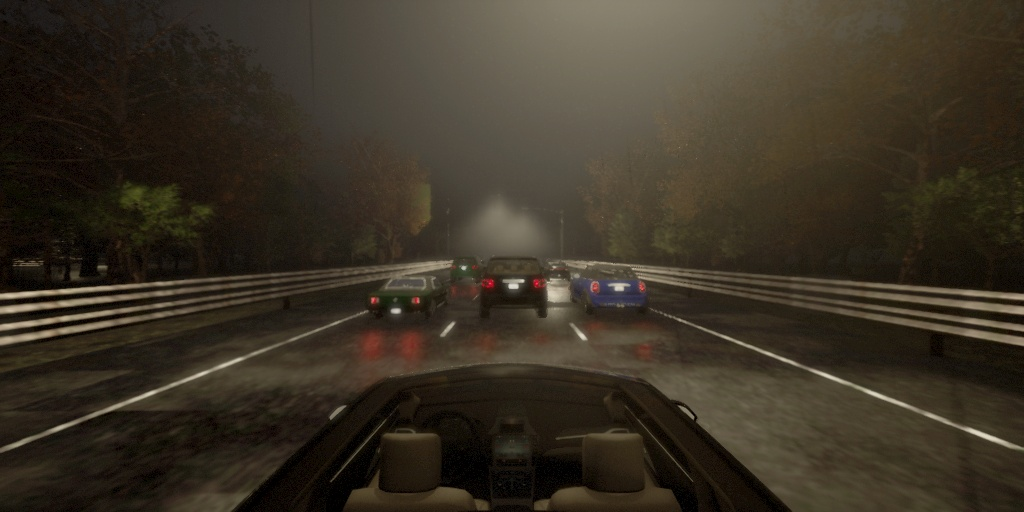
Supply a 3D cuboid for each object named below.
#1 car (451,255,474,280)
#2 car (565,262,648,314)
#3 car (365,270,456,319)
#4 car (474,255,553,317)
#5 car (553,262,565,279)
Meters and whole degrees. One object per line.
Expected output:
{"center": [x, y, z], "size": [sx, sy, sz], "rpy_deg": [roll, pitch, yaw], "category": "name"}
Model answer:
{"center": [-3.432, 0.975, 28.331], "size": [2.150, 2.045, 5.566], "rpy_deg": [0, 0, 0], "category": "car"}
{"center": [3.572, 1.106, 14.018], "size": [2.097, 1.767, 4.553], "rpy_deg": [0, 0, 0], "category": "car"}
{"center": [-3.436, 1.355, 12.903], "size": [1.895, 1.301, 4.718], "rpy_deg": [0, 0, 0], "category": "car"}
{"center": [0.068, 0.978, 13.284], "size": [2.150, 2.045, 5.566], "rpy_deg": [0, 0, 0], "category": "car"}
{"center": [3.576, 1.244, 29.322], "size": [2.128, 1.511, 4.902], "rpy_deg": [0, 0, 0], "category": "car"}
